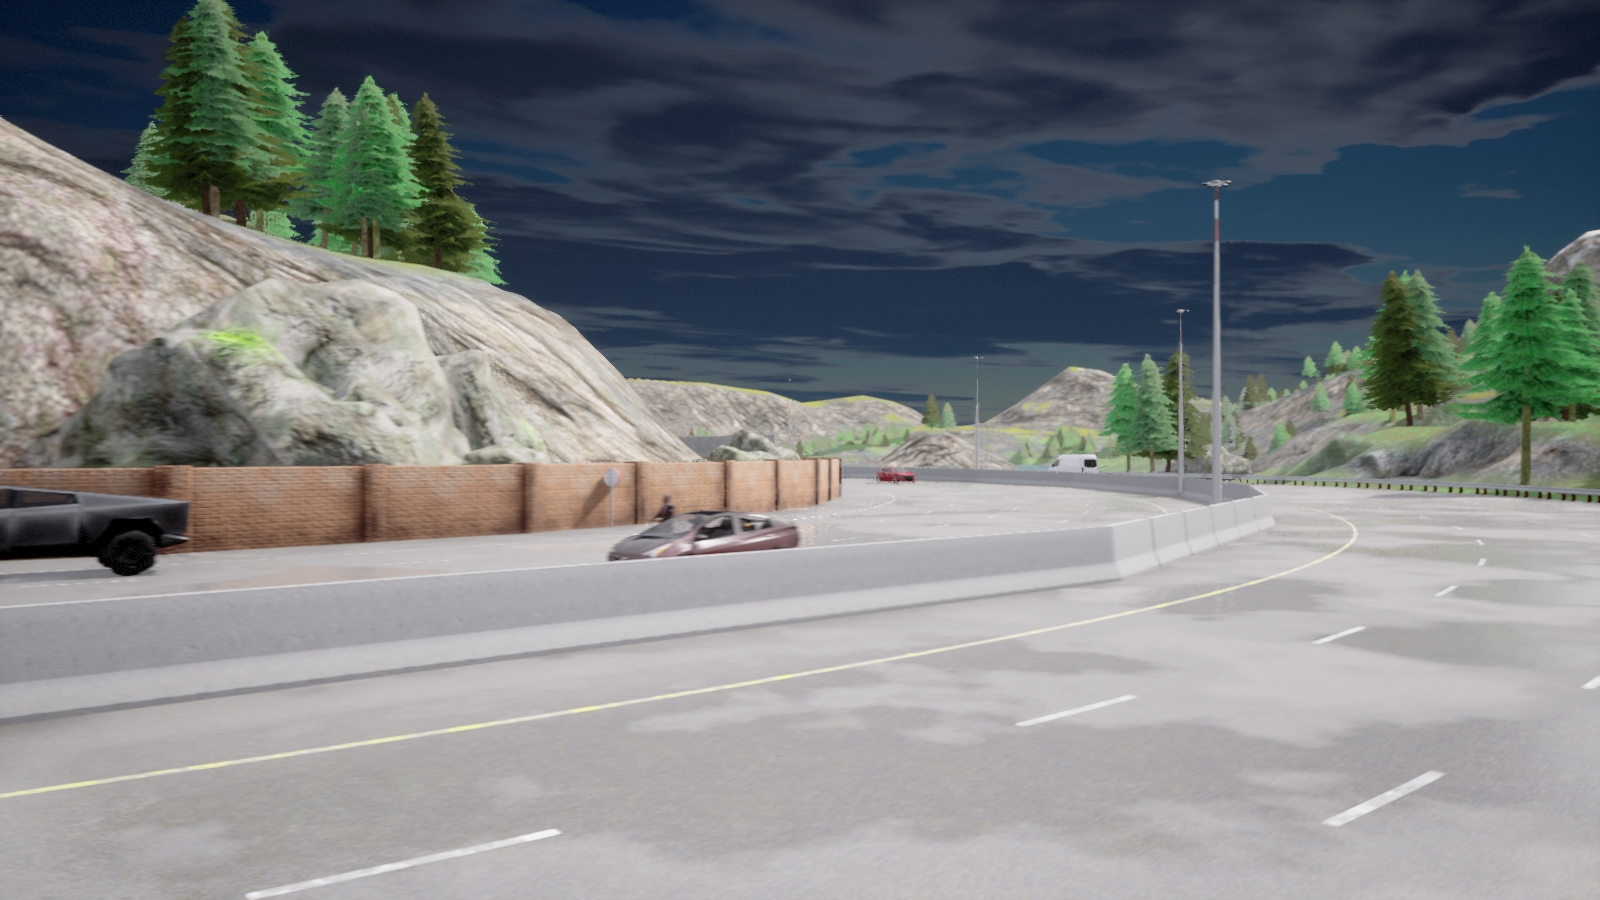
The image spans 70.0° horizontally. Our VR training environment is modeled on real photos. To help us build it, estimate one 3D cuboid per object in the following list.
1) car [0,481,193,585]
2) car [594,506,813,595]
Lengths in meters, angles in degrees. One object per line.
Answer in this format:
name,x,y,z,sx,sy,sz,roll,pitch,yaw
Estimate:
car,-17.274,1.814,25.498,6.274,2.098,2.390,0,0,-37
car,-2.000,2.087,24.781,2.007,1.525,4.514,0,0,44
